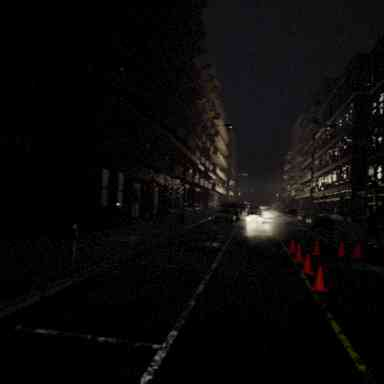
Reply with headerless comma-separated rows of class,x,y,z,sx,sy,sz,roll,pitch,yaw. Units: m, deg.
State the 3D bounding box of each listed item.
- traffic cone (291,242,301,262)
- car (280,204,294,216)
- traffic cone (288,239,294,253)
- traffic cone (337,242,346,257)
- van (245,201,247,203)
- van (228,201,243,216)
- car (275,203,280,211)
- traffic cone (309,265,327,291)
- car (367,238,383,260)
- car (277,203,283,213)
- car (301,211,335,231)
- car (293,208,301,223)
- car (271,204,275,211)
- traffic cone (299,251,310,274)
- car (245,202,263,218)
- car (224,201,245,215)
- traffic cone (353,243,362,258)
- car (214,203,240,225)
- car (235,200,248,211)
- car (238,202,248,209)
traffic cone,4.036,2.305,12.540,0.340,0.580,0.340,3,-1,11
car,14.758,2.916,49.788,1.887,1.381,4.507,4,-1,11
traffic cone,4.400,2.347,14.506,0.340,0.580,0.340,3,-1,11
traffic cone,6.364,2.440,14.141,0.340,0.580,0.340,3,-1,11
van,7.044,2.348,51.290,1.690,1.788,3.998,4,-1,11
van,6.040,2.221,45.852,1.690,1.788,3.998,4,0,11
car,16.783,3.069,60.662,1.967,1.590,4.097,4,-1,11
traffic cone,3.309,2.222,8.608,0.340,0.580,0.340,3,-1,11
car,7.750,2.051,11.896,1.752,1.417,4.829,4,0,11
car,15.763,3.044,55.225,1.887,1.381,4.507,4,-1,11
car,10.735,2.423,28.039,1.887,1.381,4.507,4,0,11
car,11.740,2.549,33.477,2.008,1.369,4.403,4,-1,11
car,18.762,3.204,71.546,2.192,1.841,5.009,4,-1,11
traffic cone,3.673,2.263,10.574,0.340,0.580,0.340,3,-1,11
car,8.055,2.465,42.839,1.812,1.442,4.674,3,-1,11
car,4.031,1.950,34.981,2.192,1.841,5.009,4,0,11
traffic cone,7.043,2.473,14.127,0.340,0.580,0.340,3,-1,15
car,2.978,2.035,29.374,1.752,1.417,4.829,4,0,11
car,10.062,2.710,67.600,2.192,1.841,5.009,4,-1,11
car,12.054,3.225,78.473,1.947,1.339,4.313,4,-1,11
